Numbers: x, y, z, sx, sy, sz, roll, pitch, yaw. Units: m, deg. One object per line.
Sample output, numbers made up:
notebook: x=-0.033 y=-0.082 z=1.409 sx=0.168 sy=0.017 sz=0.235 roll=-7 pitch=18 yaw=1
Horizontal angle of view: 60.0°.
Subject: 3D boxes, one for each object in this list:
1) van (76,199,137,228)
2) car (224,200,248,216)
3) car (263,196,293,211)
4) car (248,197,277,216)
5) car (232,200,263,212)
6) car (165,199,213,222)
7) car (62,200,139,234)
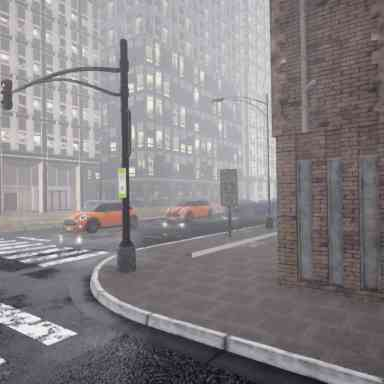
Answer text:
van: x=-5.946 y=1.460 z=23.520 sx=1.690 sy=1.788 sz=3.998 roll=-2 pitch=-1 yaw=36
car: x=5.095 y=1.590 z=34.374 sx=2.128 sy=1.511 sz=4.902 roll=-1 pitch=-1 yaw=36
car: x=11.035 y=1.471 z=42.556 sx=2.097 sy=1.767 sz=4.553 roll=-1 pitch=-1 yaw=36
car: x=7.649 y=1.513 z=32.456 sx=1.882 sy=1.535 sz=5.008 roll=-1 pitch=-1 yaw=36
car: x=6.953 y=1.689 z=41.383 sx=1.752 sy=1.417 sz=4.829 roll=-2 pitch=-1 yaw=36
car: x=-0.181 y=1.433 z=27.077 sx=2.097 sy=1.767 sz=4.553 roll=-1 pitch=-1 yaw=36
car: x=-5.386 y=1.416 z=19.921 sx=2.097 sy=1.767 sz=4.553 roll=-1 pitch=-1 yaw=37
